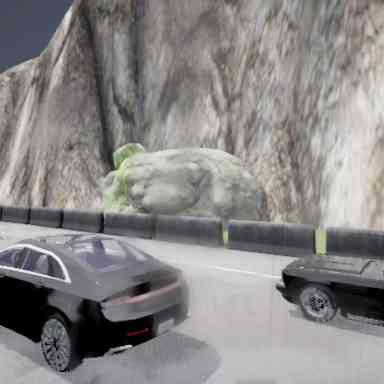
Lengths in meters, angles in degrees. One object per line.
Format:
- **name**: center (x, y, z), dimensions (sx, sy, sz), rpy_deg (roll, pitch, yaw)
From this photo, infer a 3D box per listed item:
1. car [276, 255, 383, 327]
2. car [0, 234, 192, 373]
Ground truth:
- **car**: center (3.895, 1.601, 5.508), dimensions (4.718, 1.301, 1.895), rpy_deg (0, 0, 36)
- **car**: center (-2.287, 1.481, 5.655), dimensions (4.902, 1.511, 2.128), rpy_deg (0, 0, 36)
